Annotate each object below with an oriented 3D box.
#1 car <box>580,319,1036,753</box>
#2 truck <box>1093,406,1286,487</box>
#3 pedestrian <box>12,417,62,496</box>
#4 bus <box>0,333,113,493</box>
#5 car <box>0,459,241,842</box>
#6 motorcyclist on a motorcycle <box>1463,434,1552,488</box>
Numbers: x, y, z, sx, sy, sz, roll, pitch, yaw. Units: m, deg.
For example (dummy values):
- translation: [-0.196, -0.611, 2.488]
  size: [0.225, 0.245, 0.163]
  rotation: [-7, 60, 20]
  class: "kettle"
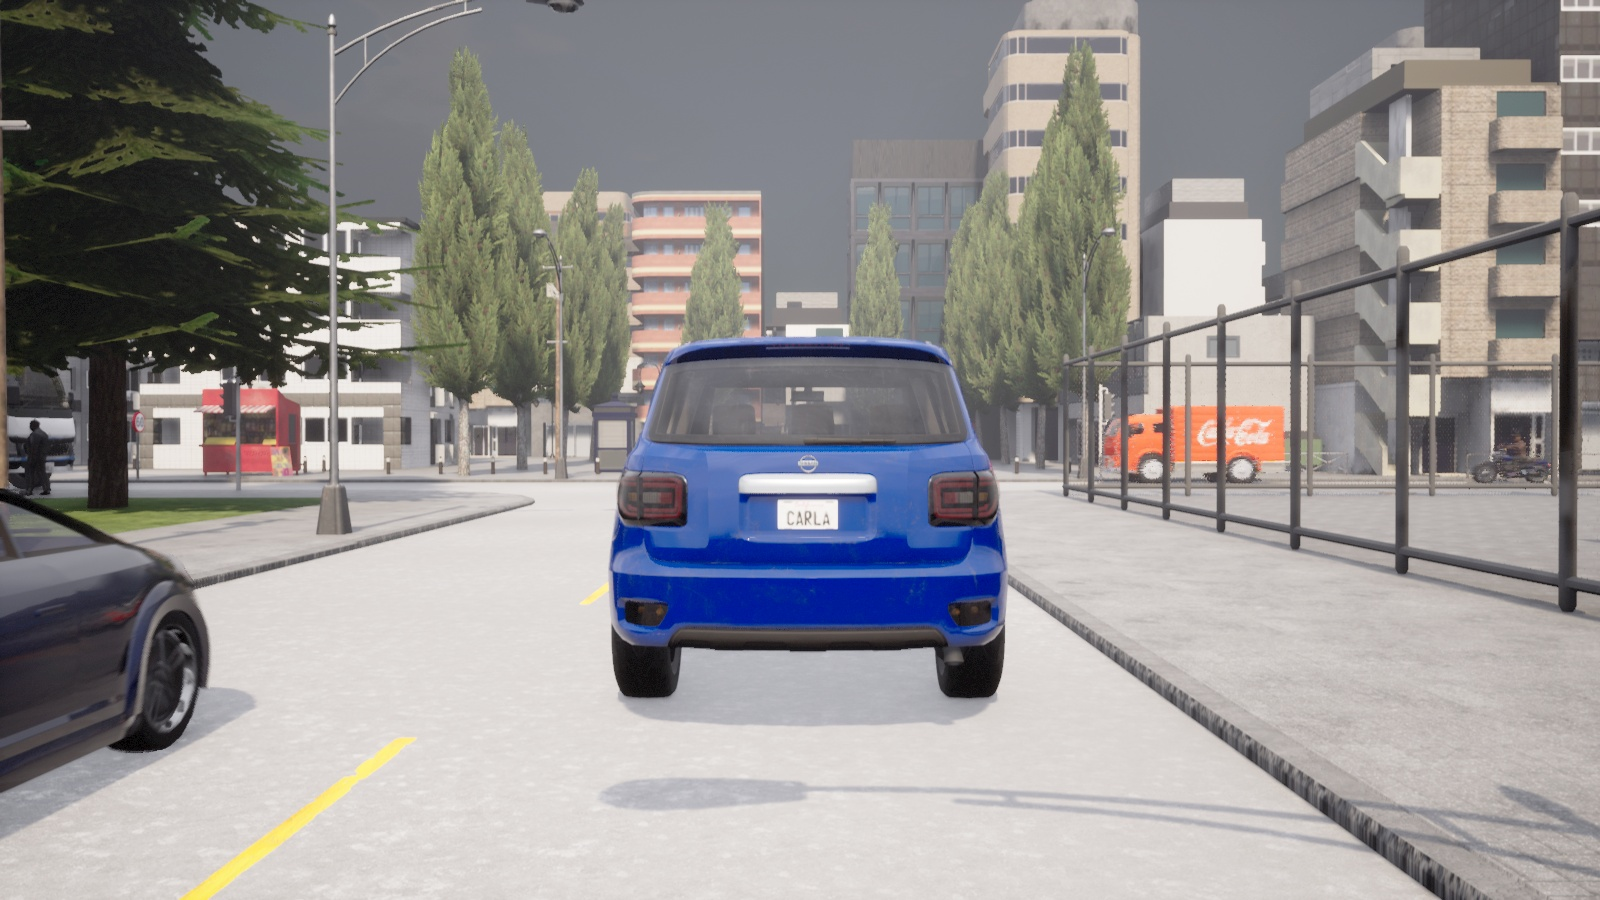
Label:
- translation: [0.056, 0.380, 8.717]
  size: [2.150, 2.045, 5.566]
  rotation: [0, 1, 0]
  class: "car"
- translation: [12.092, -0.115, 39.299]
  size: [5.204, 2.467, 2.627]
  rotation: [0, 1, 0]
  class: "truck"
- translation: [-18.172, 0.150, 29.901]
  size: [0.849, 1.883, 0.563]
  rotation: [0, 1, -5]
  class: "pedestrian"
- translation: [-25.605, -0.996, 35.489]
  size: [10.273, 4.253, 3.944]
  rotation: [0, 1, 2]
  class: "bus"
- translation: [-3.962, 0.762, 4.568]
  size: [1.994, 1.385, 4.181]
  rotation: [0, 1, 0]
  class: "car"
- translation: [22.109, 0.332, 39.265]
  size: [2.350, 1.649, 0.766]
  rotation: [0, 1, 0]
  class: "motorcyclist on a motorcycle"
